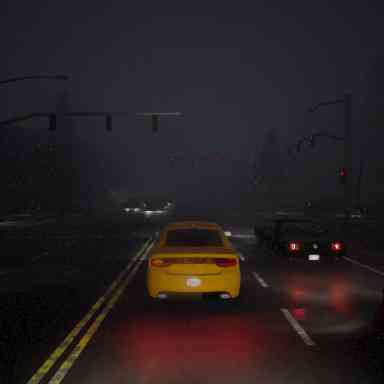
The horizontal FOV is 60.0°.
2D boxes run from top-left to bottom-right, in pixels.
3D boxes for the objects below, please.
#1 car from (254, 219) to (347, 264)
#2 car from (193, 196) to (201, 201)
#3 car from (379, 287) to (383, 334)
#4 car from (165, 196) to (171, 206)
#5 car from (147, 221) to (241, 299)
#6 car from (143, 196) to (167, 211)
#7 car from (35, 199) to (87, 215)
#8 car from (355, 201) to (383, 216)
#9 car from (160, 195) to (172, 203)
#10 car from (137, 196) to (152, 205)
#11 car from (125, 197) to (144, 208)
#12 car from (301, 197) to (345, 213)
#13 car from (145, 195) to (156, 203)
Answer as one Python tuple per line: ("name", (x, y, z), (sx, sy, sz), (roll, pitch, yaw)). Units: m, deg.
("car", (3.501, 1.601, 11.811), (1.895, 1.301, 4.718), (0, 0, -1))
("car", (1.298, 1.595, 88.224), (1.895, 1.301, 4.718), (0, 0, -1))
("car", (3.597, 1.478, 2.721), (1.882, 1.535, 5.008), (0, 0, 0))
("car", (-4.865, 1.351, 52.424), (2.097, 1.767, 4.553), (0, 0, -1))
("car", (0.033, 1.478, 8.487), (1.882, 1.535, 5.008), (0, 0, 0))
("car", (-4.526, 1.563, 40.812), (1.994, 1.385, 4.181), (0, 0, -2))
("car", (-13.362, 1.506, 34.035), (4.892, 1.490, 1.837), (0, 4, -18))
("car", (18.770, 1.547, 32.211), (5.357, 1.411, 2.033), (0, 0, -2))
("car", (-5.187, 1.492, 67.883), (2.128, 1.511, 4.902), (0, 0, -1))
("car", (-8.534, 1.547, 59.806), (2.033, 1.411, 5.357), (0, 0, -1))
("car", (-8.226, 1.547, 47.095), (2.033, 1.411, 5.357), (0, 0, -2))
("car", (14.080, 1.352, 35.576), (4.553, 1.767, 2.097), (0, 0, -2))
("car", (-8.737, 1.478, 70.191), (1.882, 1.535, 5.008), (0, 0, -1))
